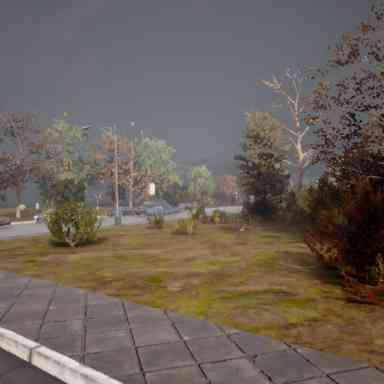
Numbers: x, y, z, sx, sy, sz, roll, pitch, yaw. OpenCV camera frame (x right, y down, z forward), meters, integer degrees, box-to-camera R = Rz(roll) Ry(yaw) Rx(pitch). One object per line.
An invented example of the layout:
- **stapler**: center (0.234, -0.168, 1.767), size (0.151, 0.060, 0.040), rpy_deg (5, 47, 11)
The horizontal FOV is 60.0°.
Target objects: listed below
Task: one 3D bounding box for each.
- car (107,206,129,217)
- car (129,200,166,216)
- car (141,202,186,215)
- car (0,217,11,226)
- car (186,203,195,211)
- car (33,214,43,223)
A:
- **car**: center (-9.575, 2.630, 44.895), size (1.994, 1.385, 4.181), rpy_deg (-3, -2, 31)
- **car**: center (-5.412, 2.145, 44.961), size (2.150, 2.045, 5.566), rpy_deg (-3, -2, 32)
- **car**: center (-3.406, 2.291, 41.184), size (2.033, 1.411, 5.357), rpy_deg (-3, -2, 32)
- **car**: center (-17.365, 2.396, 26.349), size (2.033, 1.411, 5.357), rpy_deg (-3, -2, 34)
- **car**: center (-1.357, 2.664, 57.810), size (2.128, 1.511, 4.902), rpy_deg (-3, -2, 32)
- **car**: center (-14.889, 2.515, 36.498), size (2.128, 1.511, 4.902), rpy_deg (-3, -2, 33)
